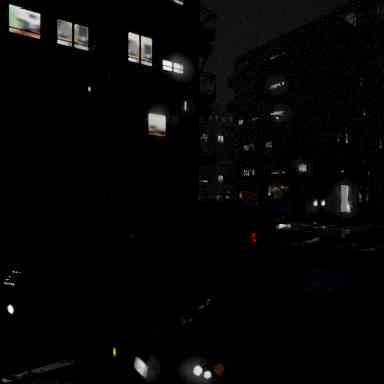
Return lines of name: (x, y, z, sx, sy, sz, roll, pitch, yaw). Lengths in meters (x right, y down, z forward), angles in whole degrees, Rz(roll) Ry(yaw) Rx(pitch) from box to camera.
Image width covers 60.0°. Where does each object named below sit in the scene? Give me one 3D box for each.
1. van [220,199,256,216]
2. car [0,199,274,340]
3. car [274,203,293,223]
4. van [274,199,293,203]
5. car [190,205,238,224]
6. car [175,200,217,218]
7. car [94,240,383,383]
van: (5.228, 1.676, 38.080, 1.690, 1.788, 3.998, -1, 0, -36)
car: (-1.051, 1.221, 6.926, 5.566, 2.045, 2.150, 0, 0, -35)
car: (5.907, 1.802, 27.399, 1.994, 1.385, 4.181, 0, -1, -36)
van: (8.541, 1.603, 33.562, 1.690, 1.788, 3.998, -1, 0, -36)
car: (1.798, 1.874, 28.649, 1.802, 1.307, 4.206, -1, 0, -36)
car: (0.352, 1.713, 34.961, 2.097, 1.767, 4.553, 0, -1, -36)
car: (1.114, 1.564, 4.479, 4.181, 1.385, 1.994, 0, 0, -35)
